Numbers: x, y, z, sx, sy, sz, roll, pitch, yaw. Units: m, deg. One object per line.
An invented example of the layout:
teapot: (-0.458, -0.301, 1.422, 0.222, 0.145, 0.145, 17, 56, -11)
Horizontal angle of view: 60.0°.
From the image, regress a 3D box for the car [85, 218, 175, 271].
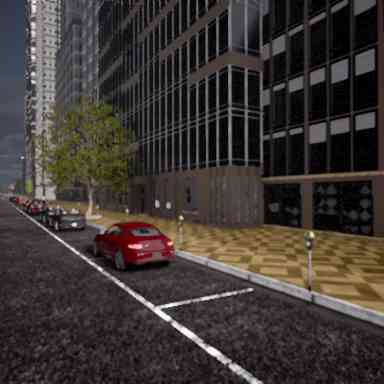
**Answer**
car: (-2.019, 1.615, 10.986, 1.802, 1.307, 4.206, 0, 0, -31)

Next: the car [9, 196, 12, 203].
car: (-39.590, 1.722, 74.741, 1.947, 1.339, 4.313, 0, 0, -31)

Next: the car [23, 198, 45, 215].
car: (-16.470, 1.540, 35.507, 1.967, 1.590, 4.097, 0, 0, -31)

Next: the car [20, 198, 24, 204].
car: (-19.360, 1.550, 40.411, 1.967, 1.590, 4.097, 0, 0, -31)

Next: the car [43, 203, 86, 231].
car: (-7.799, 1.617, 20.794, 2.008, 1.369, 4.403, 0, 0, -31)

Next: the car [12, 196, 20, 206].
car: (-30.920, 1.688, 60.029, 1.887, 1.381, 4.507, 0, 0, -31)

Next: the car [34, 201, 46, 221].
car: (-10.689, 1.630, 25.698, 2.008, 1.369, 4.403, 0, 0, -31)
